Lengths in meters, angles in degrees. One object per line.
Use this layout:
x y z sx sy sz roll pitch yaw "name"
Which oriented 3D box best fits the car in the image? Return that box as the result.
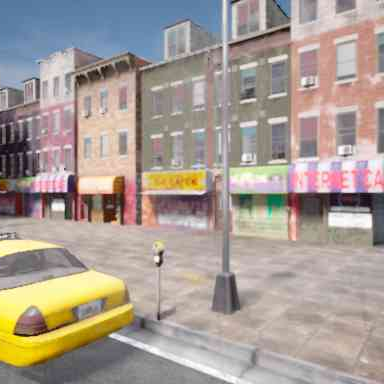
-3.381 1.465 5.715 5.366 1.575 1.801 0 0 36 "car"
